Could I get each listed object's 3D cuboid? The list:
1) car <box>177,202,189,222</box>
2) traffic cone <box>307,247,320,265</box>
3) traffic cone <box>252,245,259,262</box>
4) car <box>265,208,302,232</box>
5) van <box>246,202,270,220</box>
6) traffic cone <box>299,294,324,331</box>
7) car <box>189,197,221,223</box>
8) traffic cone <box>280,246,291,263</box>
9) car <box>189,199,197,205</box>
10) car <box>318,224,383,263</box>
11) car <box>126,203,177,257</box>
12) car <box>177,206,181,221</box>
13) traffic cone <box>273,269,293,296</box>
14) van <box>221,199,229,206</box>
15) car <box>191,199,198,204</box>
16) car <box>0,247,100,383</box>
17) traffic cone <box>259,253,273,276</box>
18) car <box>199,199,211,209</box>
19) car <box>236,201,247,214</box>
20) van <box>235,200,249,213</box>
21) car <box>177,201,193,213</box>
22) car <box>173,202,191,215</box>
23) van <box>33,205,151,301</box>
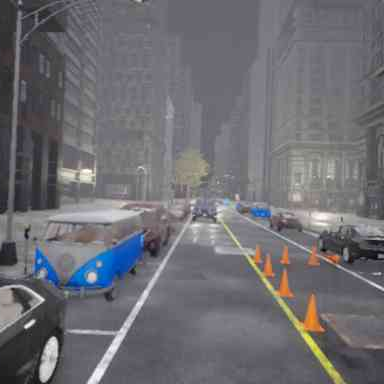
[{"bbox_3d":[-1.519,1.822,30.016,1.752,1.417,4.829,2,-1,2],"label":"car"},{"bbox_3d":[4.336,2.258,11.838,0.340,0.580,0.340,2,-1,2],"label":"traffic cone"},{"bbox_3d":[2.340,2.184,11.908,0.340,0.580,0.340,2,-1,2],"label":"traffic cone"},{"bbox_3d":[6.831,2.125,24.349,1.802,1.307,4.206,2,-1,2],"label":"car"},{"bbox_3d":[7.222,2.028,35.395,1.690,1.788,3.998,2,-1,2],"label":"van"},{"bbox_3d":[2.133,2.106,5.911,0.340,0.580,0.340,2,-1,2],"label":"traffic cone"},{"bbox_3d":[1.189,1.627,30.698,2.150,2.045,5.566,2,-1,2],"label":"car"},{"bbox_3d":[3.338,2.221,11.873,0.340,0.580,0.340,2,-1,2],"label":"traffic cone"},{"bbox_3d":[0.365,2.556,84.647,1.752,1.417,4.829,2,-1,2],"label":"car"},{"bbox_3d":[6.450,1.949,13.307,2.008,1.369,4.403,2,-1,2],"label":"car"},{"bbox_3d":[-2.071,1.398,13.623,2.192,1.841,5.009,2,-1,2],"label":"car"},{"bbox_3d":[-1.892,1.699,19.142,1.887,1.381,4.507,2,-1,2],"label":"car"},{"bbox_3d":[2.202,2.132,7.910,0.340,0.580,0.340,2,-1,2],"label":"traffic cone"},{"bbox_3d":[9.084,2.764,89.917,1.690,1.788,3.998,2,-1,2],"label":"van"},{"bbox_3d":[0.740,2.725,95.390,1.887,1.381,4.507,2,-1,2],"label":"car"},{"bbox_3d":[-2.458,1.490,2.576,2.008,1.369,4.403,2,-1,2],"label":"car"},{"bbox_3d":[2.271,2.158,9.909,0.340,0.580,0.340,2,-1,2],"label":"traffic cone"},{"bbox_3d":[2.367,2.178,62.243,2.097,1.767,4.553,2,-1,2],"label":"car"},{"bbox_3d":[7.595,2.377,46.434,1.887,1.381,4.507,2,-1,2],"label":"car"},{"bbox_3d":[7.794,2.246,51.958,1.690,1.788,3.998,2,-1,2],"label":"van"},{"bbox_3d":[-0.948,2.060,46.750,1.887,1.381,4.507,2,-1,2],"label":"car"},{"bbox_3d":[-1.137,1.988,41.229,1.887,1.381,4.507,2,-1,2],"label":"car"},{"bbox_3d":[-2.261,1.352,8.101,1.690,1.788,3.998,2,-1,2],"label":"van"}]
